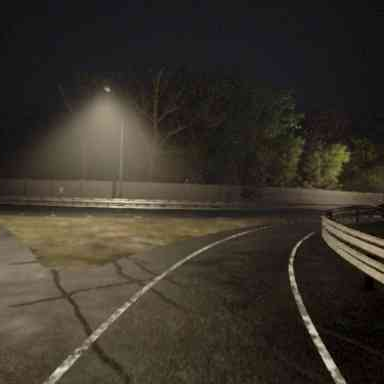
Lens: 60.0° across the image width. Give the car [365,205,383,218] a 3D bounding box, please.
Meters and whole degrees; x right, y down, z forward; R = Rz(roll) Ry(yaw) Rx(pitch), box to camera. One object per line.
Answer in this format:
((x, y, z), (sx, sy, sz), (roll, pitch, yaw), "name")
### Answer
((21.381, 2.138, 37.226), (5.357, 1.411, 2.033), (2, 0, -35), "car")
